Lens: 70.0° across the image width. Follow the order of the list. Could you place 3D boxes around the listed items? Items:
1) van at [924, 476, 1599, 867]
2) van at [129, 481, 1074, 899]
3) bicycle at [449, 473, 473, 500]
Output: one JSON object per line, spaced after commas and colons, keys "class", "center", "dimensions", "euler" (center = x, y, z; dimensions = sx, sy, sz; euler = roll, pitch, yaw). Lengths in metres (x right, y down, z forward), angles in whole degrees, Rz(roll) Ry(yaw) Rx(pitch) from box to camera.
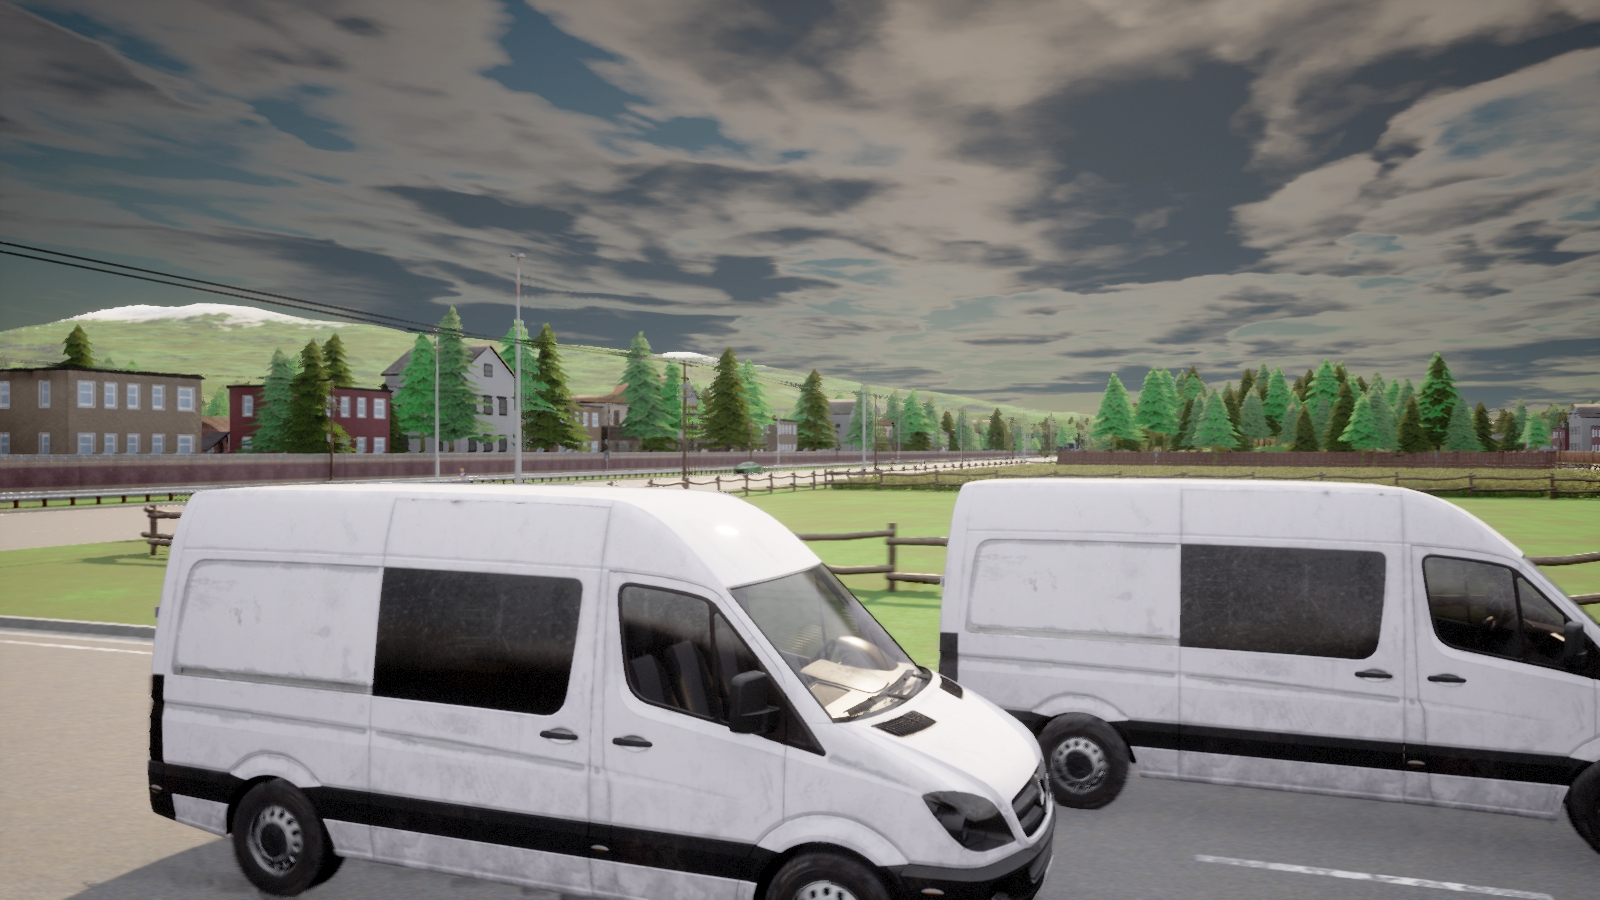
{"class": "van", "center": [4.132, 1.536, 9.238], "dimensions": [5.915, 2.561, 1.988], "euler": [0, 0, 20]}
{"class": "van", "center": [-1.339, 1.535, 7.503], "dimensions": [5.915, 2.561, 1.988], "euler": [0, 0, 20]}
{"class": "bicycle", "center": [-19.309, 2.064, 65.100], "dimensions": [0.373, 1.496, 1.643], "euler": [0, 0, 19]}
